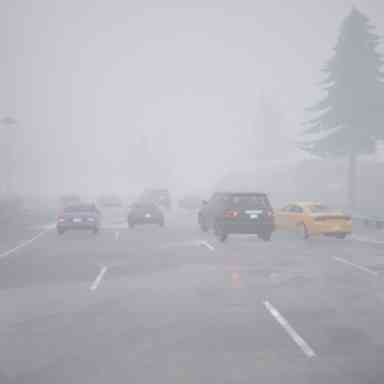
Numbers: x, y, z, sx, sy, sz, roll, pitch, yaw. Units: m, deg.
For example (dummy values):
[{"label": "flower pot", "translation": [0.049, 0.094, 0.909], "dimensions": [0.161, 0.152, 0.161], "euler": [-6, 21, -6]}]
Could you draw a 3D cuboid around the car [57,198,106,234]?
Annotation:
[{"label": "car", "translation": [-5.710, 1.268, 17.162], "dimensions": [2.033, 1.411, 5.357], "euler": [0, 1, -14]}]

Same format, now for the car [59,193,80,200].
[{"label": "car", "translation": [-13.599, 0.904, 37.204], "dimensions": [1.837, 1.490, 4.892], "euler": [0, 1, -28]}]

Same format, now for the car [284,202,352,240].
[{"label": "car", "translation": [5.257, 1.209, 15.523], "dimensions": [1.882, 1.535, 5.008], "euler": [0, 1, -10]}]

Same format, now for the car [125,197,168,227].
[{"label": "car", "translation": [-2.938, 1.233, 19.994], "dimensions": [1.994, 1.385, 4.181], "euler": [0, 1, -15]}]

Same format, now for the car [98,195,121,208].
[{"label": "car", "translation": [-9.160, 0.972, 36.238], "dimensions": [1.994, 1.385, 4.181], "euler": [-1, 1, -27]}]

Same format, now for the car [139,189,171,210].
[{"label": "car", "translation": [-3.837, 0.671, 33.281], "dimensions": [2.150, 2.045, 5.566], "euler": [0, 1, -24]}]

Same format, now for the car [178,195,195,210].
[{"label": "car", "translation": [0.046, 1.014, 32.897], "dimensions": [1.994, 1.385, 4.181], "euler": [0, 1, -22]}]

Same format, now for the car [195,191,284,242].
[{"label": "car", "translation": [1.835, 0.964, 15.151], "dimensions": [2.150, 2.045, 5.566], "euler": [0, 1, -11]}]
